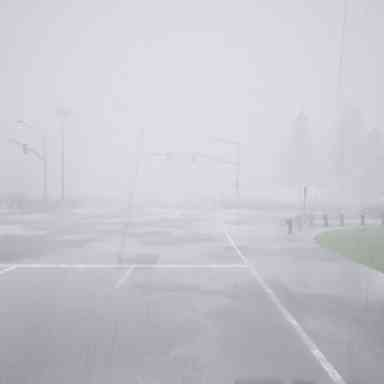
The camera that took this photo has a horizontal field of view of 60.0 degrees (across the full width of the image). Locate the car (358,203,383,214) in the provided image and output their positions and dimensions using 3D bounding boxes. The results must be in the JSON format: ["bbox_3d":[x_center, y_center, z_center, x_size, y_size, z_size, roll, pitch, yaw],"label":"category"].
[{"bbox_3d":[17.364,1.386,29.346,4.902,1.511,2.128,0,0,8],"label":"car"}]

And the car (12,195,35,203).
[{"bbox_3d":[-31.603,1.343,62.526,1.895,1.301,4.718,0,0,0],"label":"car"}]

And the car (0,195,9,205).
[{"bbox_3d":[-31.658,1.280,53.265,2.128,1.511,4.902,0,0,0],"label":"car"}]

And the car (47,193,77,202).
[{"bbox_3d":[-21.171,1.331,54.397,2.033,1.411,5.357,0,0,0],"label":"car"}]

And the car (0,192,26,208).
[{"bbox_3d":[-24.668,1.044,45.433,2.150,2.045,5.566,0,0,0],"label":"car"}]

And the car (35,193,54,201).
[{"bbox_3d":[-31.678,1.063,71.596,2.097,1.767,4.553,0,0,0],"label":"car"}]

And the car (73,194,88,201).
[{"bbox_3d":[-24.844,1.173,74.528,1.882,1.535,5.008,0,0,-3],"label":"car"}]

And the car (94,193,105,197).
[{"bbox_3d":[-21.211,1.057,73.005,2.097,1.767,4.553,0,0,-3],"label":"car"}]

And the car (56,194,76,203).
[{"bbox_3d":[-24.608,1.214,65.094,1.882,1.535,5.008,0,0,0],"label":"car"}]

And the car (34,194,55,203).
[{"bbox_3d":[-28.105,1.248,63.628,1.837,1.490,4.892,0,0,0],"label":"car"}]

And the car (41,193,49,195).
[{"bbox_3d":[-24.664,1.269,55.767,2.128,1.511,4.902,0,0,0],"label":"car"}]

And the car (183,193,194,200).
[{"bbox_3d":[-0.919,1.020,81.301,2.097,1.767,4.553,0,0,-10],"label":"car"}]

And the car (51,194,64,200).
[{"bbox_3d":[-32.916,1.188,81.615,2.128,1.511,4.902,0,0,-10],"label":"car"}]

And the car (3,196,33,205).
[{"bbox_3d":[-28.158,1.333,54.012,2.033,1.411,5.357,0,0,0],"label":"car"}]

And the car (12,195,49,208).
[{"bbox_3d":[-21.167,1.431,43.839,1.895,1.301,4.718,0,0,0],"label":"car"}]

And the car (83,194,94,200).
[{"bbox_3d":[-26.469,1.189,84.909,2.033,1.411,5.357,0,0,-10],"label":"car"}]

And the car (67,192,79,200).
[{"bbox_3d":[-29.588,1.014,82.800,2.097,1.767,4.553,0,0,-10],"label":"car"}]

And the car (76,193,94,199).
[{"bbox_3d":[-21.128,1.219,63.929,1.882,1.535,5.008,0,0,0],"label":"car"}]

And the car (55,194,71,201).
[{"bbox_3d":[-28.227,1.202,72.967,1.837,1.490,4.892,0,0,-3],"label":"car"}]
